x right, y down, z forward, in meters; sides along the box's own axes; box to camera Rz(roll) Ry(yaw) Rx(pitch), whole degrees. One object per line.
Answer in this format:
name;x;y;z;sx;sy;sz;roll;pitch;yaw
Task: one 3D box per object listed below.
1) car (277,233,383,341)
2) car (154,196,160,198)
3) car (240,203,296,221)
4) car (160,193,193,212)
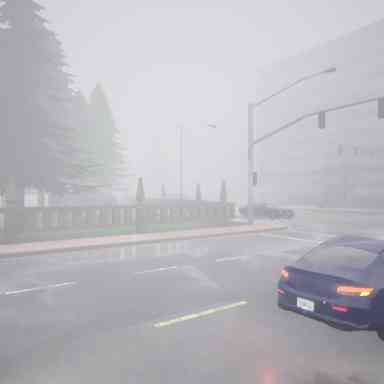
car;3.593;1.525;6.332;4.674;1.442;1.812;0;0;-35
car;-6.026;1.469;58.938;1.812;1.442;4.674;0;0;1
car;6.066;1.545;27.046;1.895;1.301;4.718;0;0;-32
car;-1.466;1.165;39.301;2.150;2.045;5.566;0;0;-27
